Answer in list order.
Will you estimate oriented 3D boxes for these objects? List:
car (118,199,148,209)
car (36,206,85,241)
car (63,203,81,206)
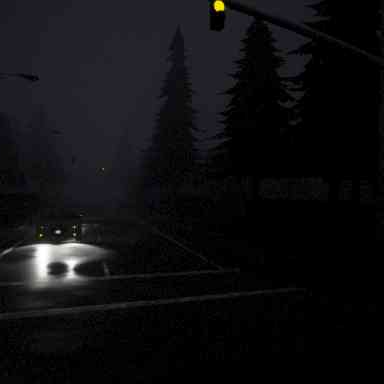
[{"bbox_3d":[-8.416,1.713,48.885,4.902,1.511,2.128,1,0,-6],"label":"car"},{"bbox_3d":[-6.671,1.639,17.012,1.994,1.385,4.181,1,0,-17],"label":"car"},{"bbox_3d":[-9.726,1.629,26.928,2.033,1.411,5.357,1,0,-17],"label":"car"}]
